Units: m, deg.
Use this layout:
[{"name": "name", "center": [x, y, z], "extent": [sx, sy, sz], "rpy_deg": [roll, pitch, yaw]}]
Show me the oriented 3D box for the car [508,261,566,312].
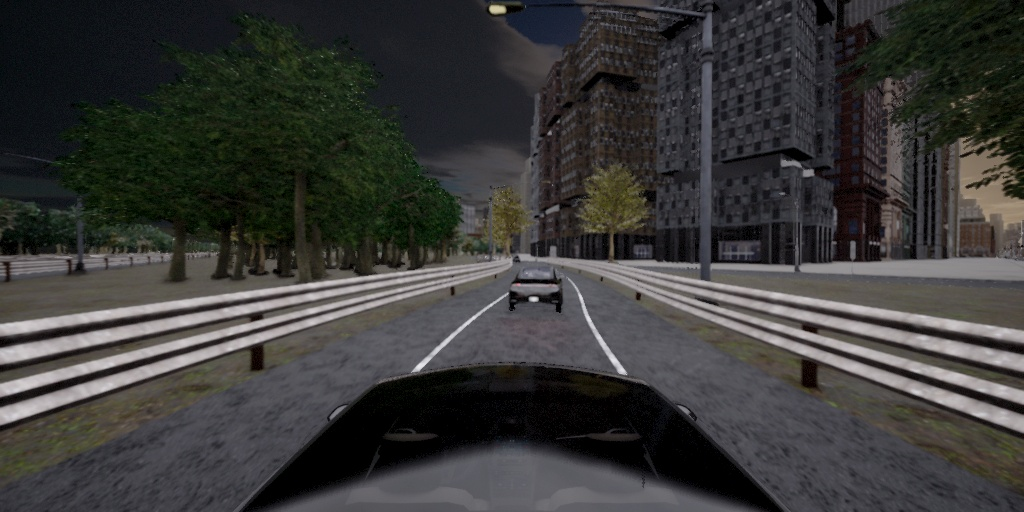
[{"name": "car", "center": [1.016, 1.141, 13.803], "extent": [2.128, 1.511, 4.902], "rpy_deg": [0, 0, 8]}]
